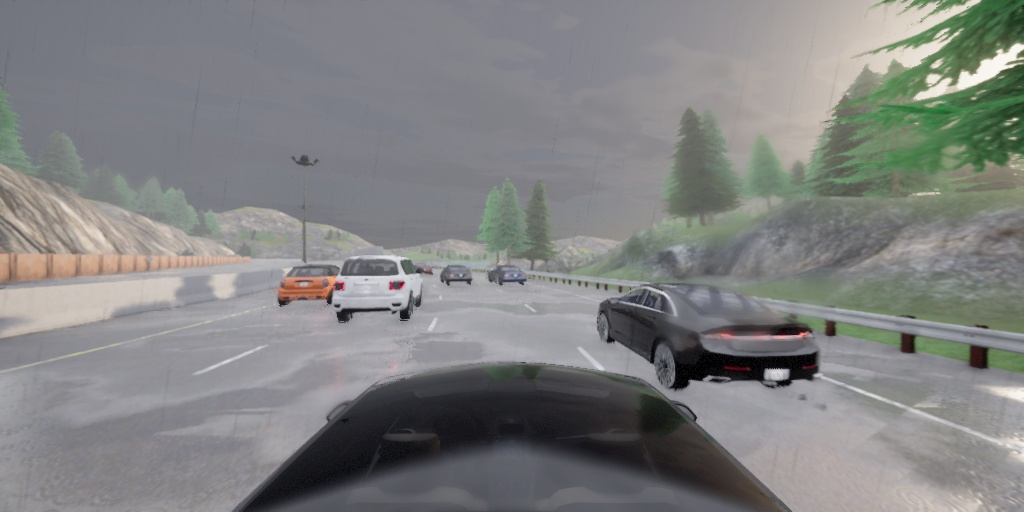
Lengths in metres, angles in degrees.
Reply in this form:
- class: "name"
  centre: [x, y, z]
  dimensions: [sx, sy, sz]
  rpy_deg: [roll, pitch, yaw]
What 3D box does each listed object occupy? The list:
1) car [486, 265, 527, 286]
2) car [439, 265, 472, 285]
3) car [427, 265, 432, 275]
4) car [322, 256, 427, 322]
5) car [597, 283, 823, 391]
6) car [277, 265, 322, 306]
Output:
- class: "car"
  centre: [-0.487, 1.389, 26.641]
  dimensions: [2.033, 1.411, 5.357]
  rpy_deg: [0, 0, -17]
- class: "car"
  centre: [-4.321, 1.398, 27.174]
  dimensions: [2.033, 1.411, 5.357]
  rpy_deg: [0, 0, -18]
- class: "car"
  centre: [-10.629, 1.479, 41.615]
  dimensions: [1.994, 1.385, 4.181]
  rpy_deg: [0, 0, -27]
- class: "car"
  centre: [-4.500, 1.020, 12.771]
  dimensions: [2.150, 2.045, 5.566]
  rpy_deg: [0, 0, -8]
- class: "car"
  centre: [3.104, 1.254, 6.847]
  dimensions: [2.128, 1.511, 4.902]
  rpy_deg: [0, 0, -4]
- class: "car"
  centre: [-8.792, 1.173, 16.509]
  dimensions: [2.097, 1.767, 4.553]
  rpy_deg: [0, 0, -11]
